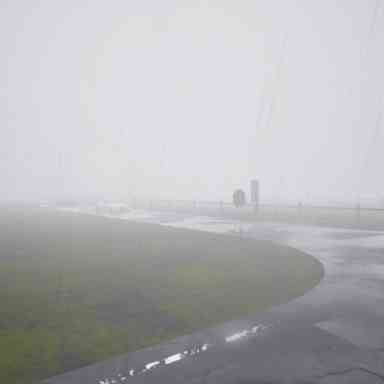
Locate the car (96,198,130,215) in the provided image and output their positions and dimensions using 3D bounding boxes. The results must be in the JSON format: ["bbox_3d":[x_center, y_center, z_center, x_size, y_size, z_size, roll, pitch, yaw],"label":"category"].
[{"bbox_3d":[-7.663,1.362,31.981,1.812,1.442,4.674,-1,1,-38],"label":"car"}]

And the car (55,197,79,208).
[{"bbox_3d":[-16.161,1.282,42.937,1.994,1.385,4.181,-1,1,-37],"label":"car"}]
